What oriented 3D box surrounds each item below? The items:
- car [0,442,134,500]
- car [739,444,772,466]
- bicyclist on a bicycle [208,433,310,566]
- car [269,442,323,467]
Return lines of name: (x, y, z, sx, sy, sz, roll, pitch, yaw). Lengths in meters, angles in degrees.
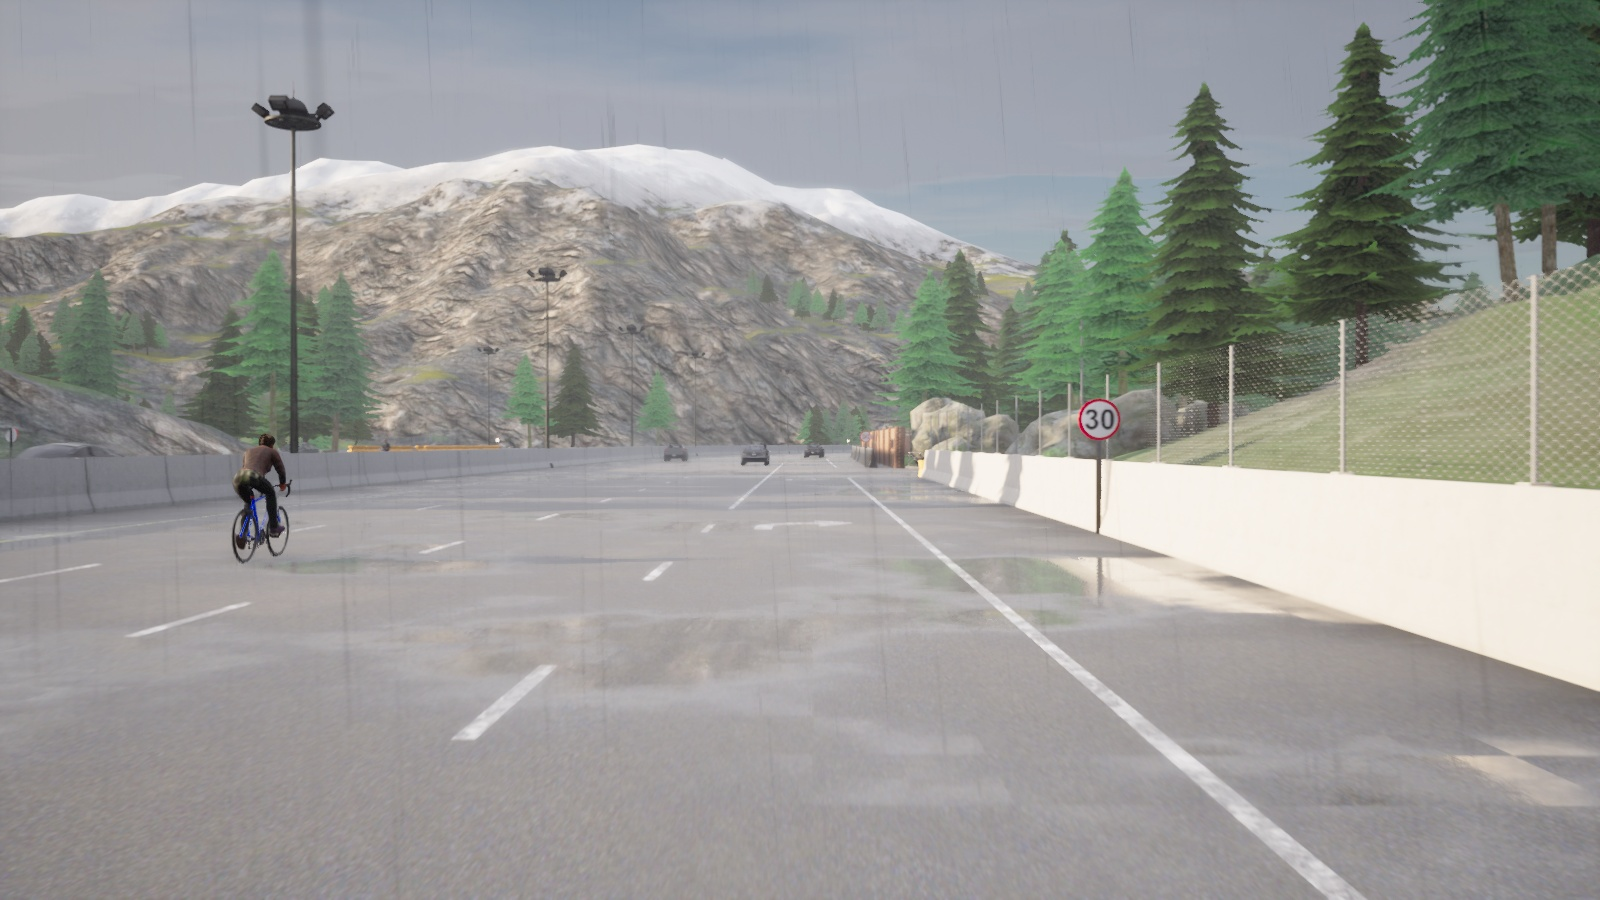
car: (-20.786, 0.537, 34.968, 1.837, 1.490, 4.892, 0, 0, 0)
car: (-2.999, 0.311, 85.326, 2.033, 1.411, 5.357, 0, 0, 0)
bicyclist on a bicycle: (-6.893, 0.603, 16.070, 0.582, 1.620, 1.656, 0, 0, 0)
car: (-31.045, 0.264, 77.419, 1.789, 1.549, 3.705, 0, 0, 0)
